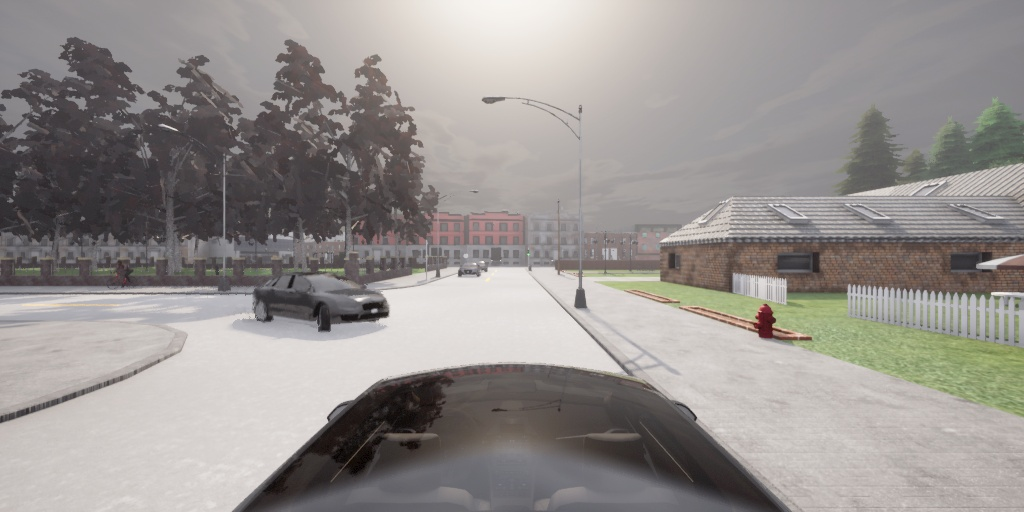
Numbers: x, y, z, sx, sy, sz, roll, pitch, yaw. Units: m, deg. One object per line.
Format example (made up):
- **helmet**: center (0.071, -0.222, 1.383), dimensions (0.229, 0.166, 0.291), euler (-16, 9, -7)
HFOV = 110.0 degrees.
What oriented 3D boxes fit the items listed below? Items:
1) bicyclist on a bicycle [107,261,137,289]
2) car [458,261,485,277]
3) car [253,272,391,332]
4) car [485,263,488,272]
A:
- **bicyclist on a bicycle**: center (-22.656, 1.099, 20.853), dimensions (0.582, 1.620, 1.656), euler (0, 0, 0)
- **car**: center (-4.125, 1.314, 35.608), dimensions (1.994, 1.385, 4.181), euler (0, 0, 0)
- **car**: center (-5.824, 1.257, 10.854), dimensions (4.892, 1.490, 1.837), euler (-1, -2, 29)
- **car**: center (-4.109, 1.314, 45.593), dimensions (1.994, 1.385, 4.181), euler (0, 0, 0)
